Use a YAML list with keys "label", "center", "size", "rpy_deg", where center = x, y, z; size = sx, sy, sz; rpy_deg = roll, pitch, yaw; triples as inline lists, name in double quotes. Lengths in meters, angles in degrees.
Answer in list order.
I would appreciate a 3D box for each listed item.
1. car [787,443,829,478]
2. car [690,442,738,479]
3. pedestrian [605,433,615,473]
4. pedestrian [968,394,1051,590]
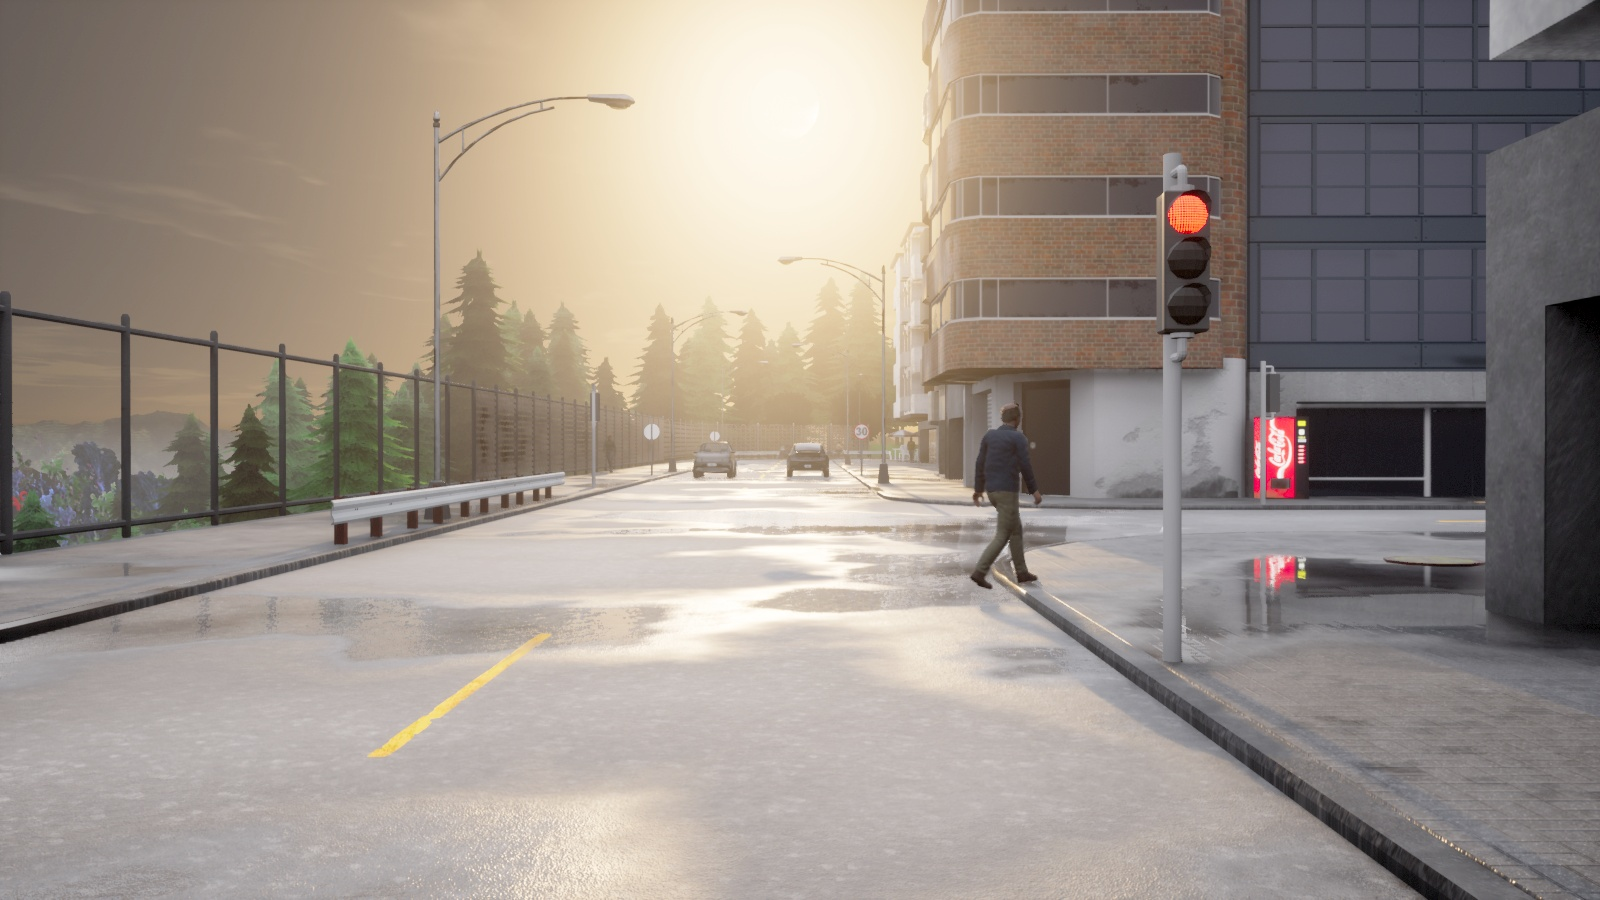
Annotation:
- label: "car"
  center: [0.355, 0.432, 56.570]
  size: [1.837, 1.490, 4.892]
  rpy_deg: [0, 0, 0]
- label: "car"
  center: [-3.660, 0.416, 54.137]
  size: [1.789, 1.549, 3.705]
  rpy_deg: [0, 0, 0]
- label: "pedestrian"
  center: [-8.805, 0.120, 58.273]
  size: [0.353, 1.847, 0.614]
  rpy_deg: [0, 0, 3]
- label: "pedestrian"
  center: [2.034, 0.389, 12.172]
  size: [0.726, 1.842, 0.402]
  rpy_deg: [0, 0, -37]
